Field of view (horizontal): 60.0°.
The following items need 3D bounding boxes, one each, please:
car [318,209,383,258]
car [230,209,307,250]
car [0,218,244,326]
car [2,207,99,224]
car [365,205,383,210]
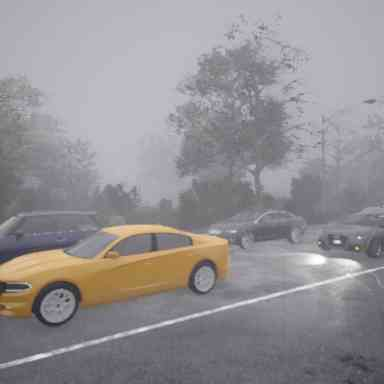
[{"bbox_3d":[6.771,1.575,12.834,4.181,1.385,1.994,0,0,-34],"label":"car"},{"bbox_3d":[2.889,1.498,14.435,4.902,1.511,2.128,0,0,-34],"label":"car"},{"bbox_3d":[-1.422,1.477,7.213,5.008,1.535,1.882,0,0,-35],"label":"car"},{"bbox_3d":[-4.503,1.347,9.319,4.553,1.767,2.097,0,0,-35],"label":"car"},{"bbox_3d":[11.192,1.544,19.918,4.674,1.442,1.812,0,0,-33],"label":"car"}]
